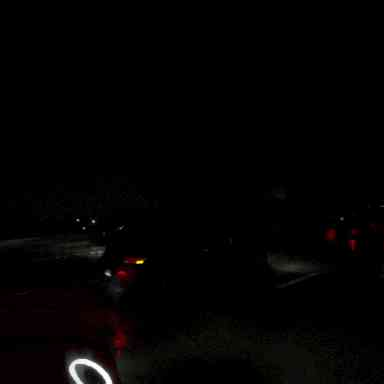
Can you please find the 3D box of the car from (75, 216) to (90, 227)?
[{"bbox_3d":[-4.227,1.600,19.140,1.895,1.301,4.718,0,0,40],"label":"car"}]

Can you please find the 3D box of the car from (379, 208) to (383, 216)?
[{"bbox_3d":[9.230,1.477,13.784,1.882,1.535,5.008,0,0,36],"label":"car"}]

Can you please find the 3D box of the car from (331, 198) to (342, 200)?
[{"bbox_3d":[20.104,1.562,46.191,1.994,1.385,4.181,0,0,13],"label":"car"}]

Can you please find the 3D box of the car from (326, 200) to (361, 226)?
[{"bbox_3d":[10.538,1.525,23.433,1.812,1.442,4.674,0,0,23],"label":"car"}]

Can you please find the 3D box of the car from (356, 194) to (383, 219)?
[{"bbox_3d":[15.916,1.223,29.166,2.150,2.045,5.566,0,0,15],"label":"car"}]

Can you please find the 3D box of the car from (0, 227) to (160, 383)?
[{"bbox_3d":[-2.735,1.352,2.112,4.553,1.767,2.097,0,0,-32],"label":"car"}]

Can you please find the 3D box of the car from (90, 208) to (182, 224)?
[{"bbox_3d":[-2.287,1.525,16.223,1.812,1.442,4.674,0,0,41],"label":"car"}]

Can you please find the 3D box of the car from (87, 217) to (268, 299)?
[{"bbox_3d":[-0.023,1.525,8.505,4.674,1.442,1.812,0,0,-41],"label":"car"}]
